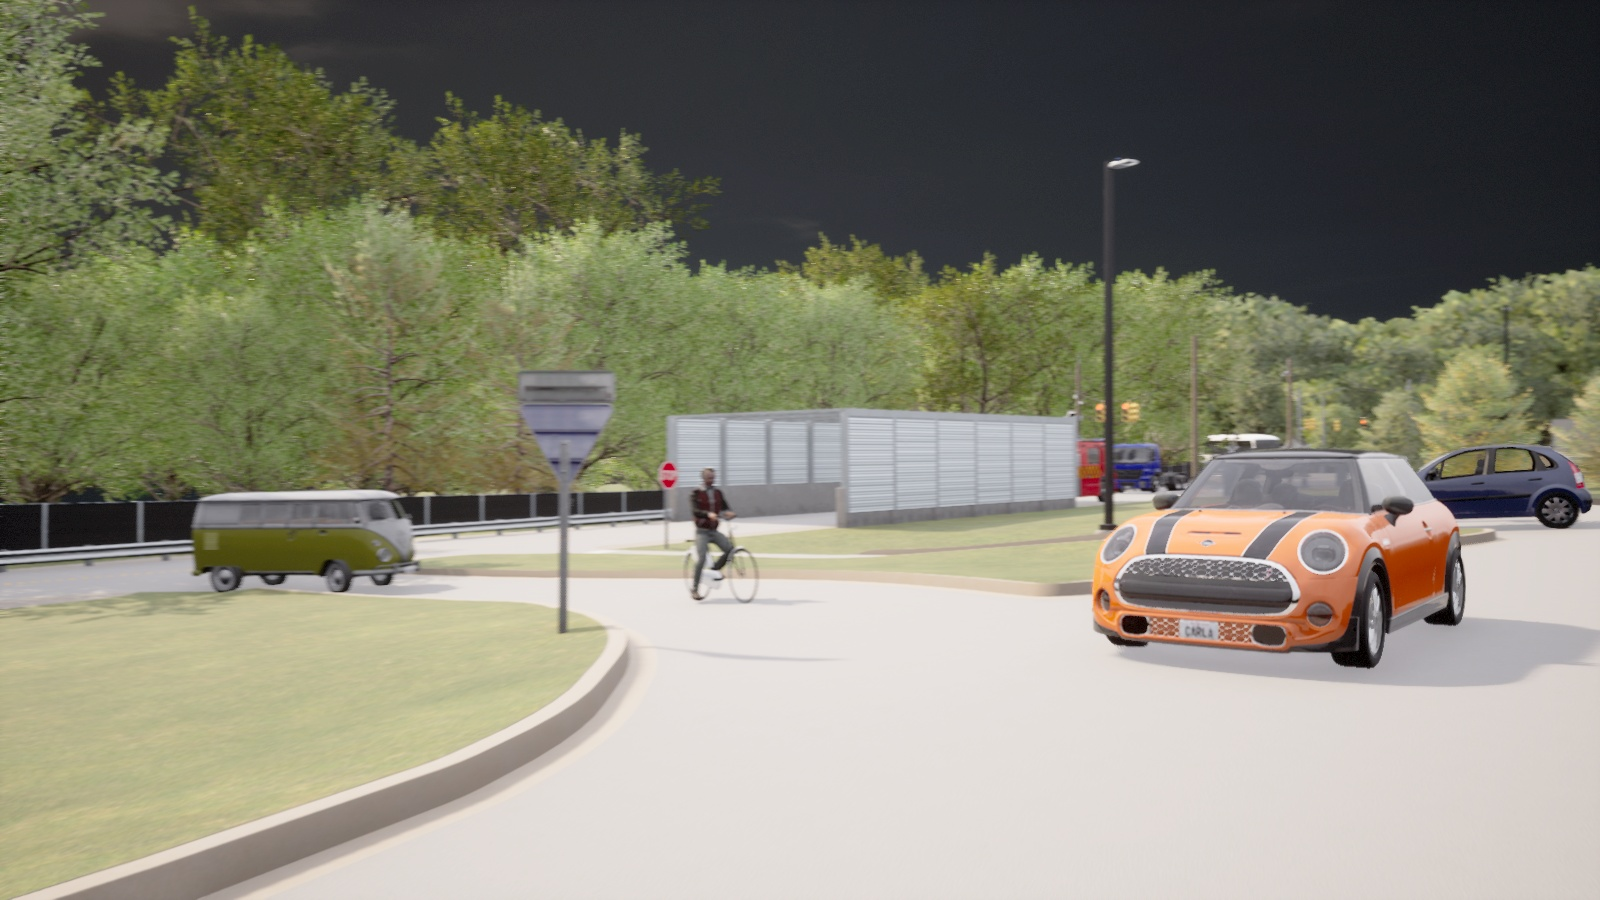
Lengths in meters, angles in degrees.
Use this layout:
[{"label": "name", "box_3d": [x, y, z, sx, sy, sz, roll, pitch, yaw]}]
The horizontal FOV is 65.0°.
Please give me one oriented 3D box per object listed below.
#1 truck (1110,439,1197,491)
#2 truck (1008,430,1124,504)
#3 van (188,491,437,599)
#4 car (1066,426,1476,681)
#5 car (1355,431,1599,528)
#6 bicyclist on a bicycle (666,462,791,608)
[{"label": "truck", "box_3d": [24.690, 0.990, 87.418, 2.891, 3.462, 7.936, -2, -1, 38]}, {"label": "truck", "box_3d": [14.746, 0.887, 69.052, 2.891, 3.827, 8.468, -1, 0, 37]}, {"label": "van", "box_3d": [-9.771, 1.884, 25.248, 4.442, 1.987, 1.775, -2, 0, 15]}, {"label": "car", "box_3d": [4.361, 0.733, 11.132, 2.097, 1.767, 4.553, -1, -1, 38]}, {"label": "car", "box_3d": [13.163, 0.584, 24.571, 3.988, 1.617, 1.851, -4, -1, 28]}, {"label": "bicyclist on a bicycle", "box_3d": [-0.954, 1.104, 16.267, 0.659, 1.776, 1.843, -1, -3, -35]}]
